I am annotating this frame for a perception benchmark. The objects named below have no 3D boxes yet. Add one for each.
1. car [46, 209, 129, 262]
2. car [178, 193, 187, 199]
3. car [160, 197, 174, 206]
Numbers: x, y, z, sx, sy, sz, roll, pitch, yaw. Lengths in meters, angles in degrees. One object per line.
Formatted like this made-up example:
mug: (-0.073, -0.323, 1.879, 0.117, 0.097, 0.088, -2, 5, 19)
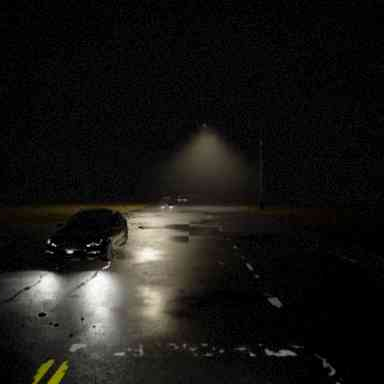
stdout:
car: (-3.515, 1.423, 12.009, 1.837, 1.490, 4.892, 1, 1, 0)
car: (-2.469, 1.174, 88.293, 1.837, 1.490, 4.892, 0, 0, 7)
car: (-3.729, 1.390, 50.235, 2.033, 1.411, 5.357, 0, 0, -1)
